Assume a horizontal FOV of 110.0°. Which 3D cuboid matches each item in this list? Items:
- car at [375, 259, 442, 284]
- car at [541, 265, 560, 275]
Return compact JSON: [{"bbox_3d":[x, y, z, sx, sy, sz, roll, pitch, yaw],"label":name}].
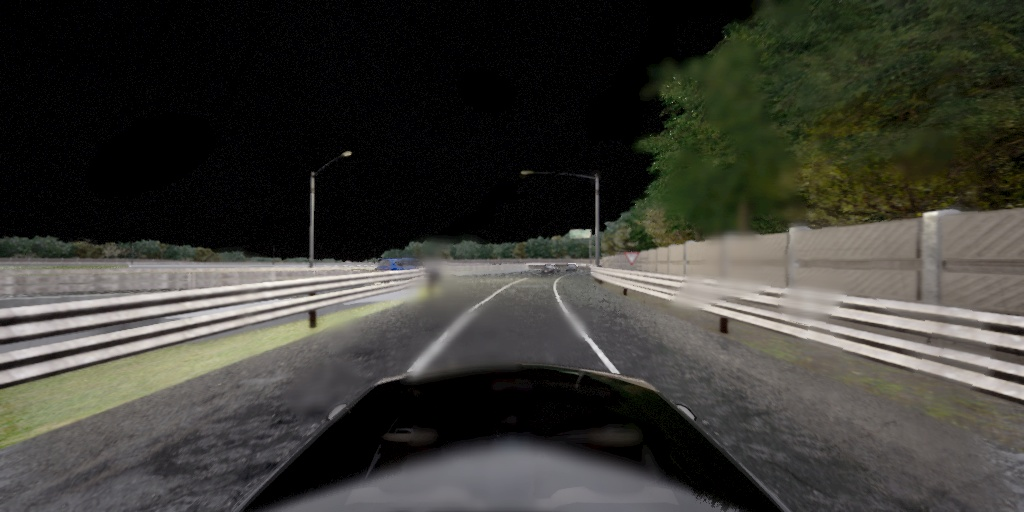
[{"bbox_3d":[-8.315,1.252,29.046,2.150,2.045,5.566,0,-1,38],"label":"car"},{"bbox_3d":[5.712,1.992,52.695,1.812,1.442,4.674,0,-1,23],"label":"car"}]
